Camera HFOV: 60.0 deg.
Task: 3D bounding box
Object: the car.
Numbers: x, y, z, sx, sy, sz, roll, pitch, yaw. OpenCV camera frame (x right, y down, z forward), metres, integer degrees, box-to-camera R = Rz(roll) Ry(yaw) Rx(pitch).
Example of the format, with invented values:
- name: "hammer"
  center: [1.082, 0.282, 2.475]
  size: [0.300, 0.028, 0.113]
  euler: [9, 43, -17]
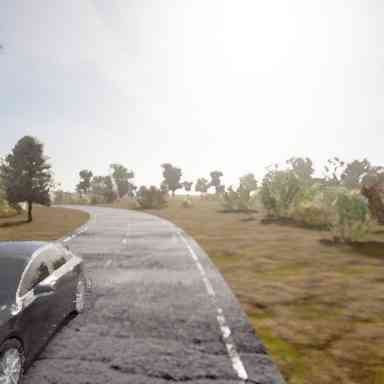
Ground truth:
- name: "car"
  center: [-2.942, 1.570, 4.931]
  size: [1.837, 1.490, 4.892]
  euler: [0, -1, -4]
